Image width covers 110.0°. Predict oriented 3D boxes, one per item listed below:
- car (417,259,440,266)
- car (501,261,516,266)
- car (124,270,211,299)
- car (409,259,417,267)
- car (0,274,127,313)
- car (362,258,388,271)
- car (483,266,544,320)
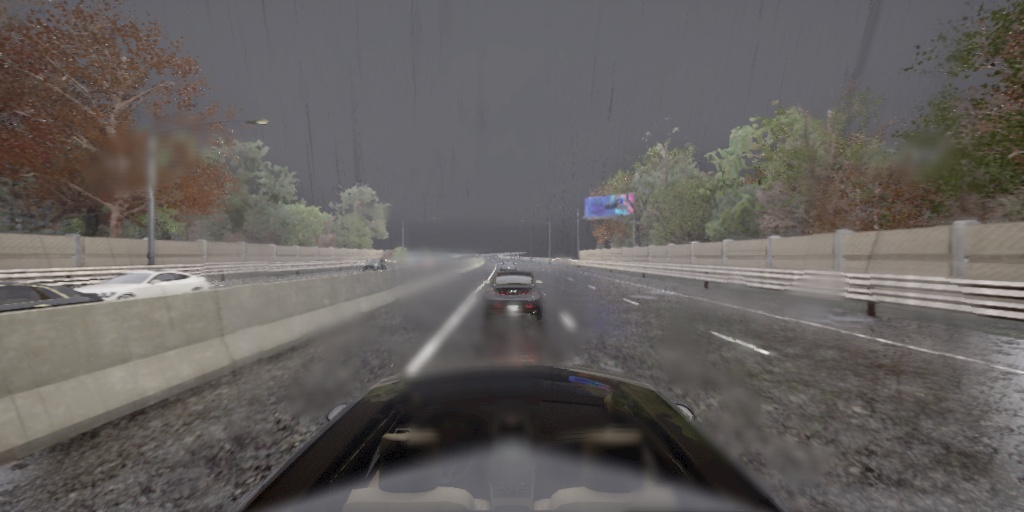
[{"bbox_3d":[-11.247,1.224,49.558,1.882,1.535,5.008,0,0,-1],"label":"car"},{"bbox_3d":[-0.411,1.309,43.158,1.994,1.385,4.181,0,0,-1],"label":"car"},{"bbox_3d":[-14.154,1.278,13.892,1.812,1.442,4.674,0,0,0],"label":"car"},{"bbox_3d":[-14.944,1.234,57.036,2.128,1.511,4.902,0,0,-1],"label":"car"},{"bbox_3d":[-10.616,1.257,6.521,1.837,1.490,4.892,0,0,0],"label":"car"},{"bbox_3d":[-18.211,1.101,47.865,2.097,1.767,4.553,0,0,-1],"label":"car"},{"bbox_3d":[0.054,1.254,12.562,1.837,1.490,4.892,0,0,0],"label":"car"}]
